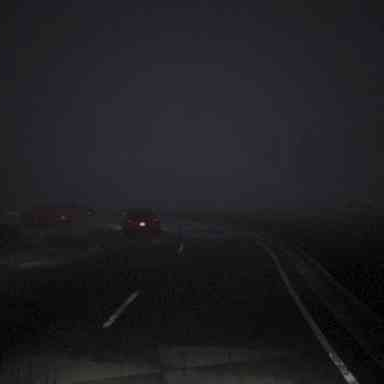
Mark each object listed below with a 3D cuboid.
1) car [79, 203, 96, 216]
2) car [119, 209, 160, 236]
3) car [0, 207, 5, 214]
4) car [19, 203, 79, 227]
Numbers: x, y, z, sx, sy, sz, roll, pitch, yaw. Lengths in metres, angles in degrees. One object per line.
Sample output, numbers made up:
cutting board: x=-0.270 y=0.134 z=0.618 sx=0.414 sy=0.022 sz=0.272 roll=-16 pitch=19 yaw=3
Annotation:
car: x=-11.748 y=1.711 z=32.201 sx=4.718 sy=1.301 sz=1.895 roll=0 pitch=0 yaw=23
car: x=-3.046 y=1.637 z=19.047 sx=1.994 sy=1.385 sz=4.181 roll=0 pitch=0 yaw=-14
car: x=-19.936 y=1.634 z=29.973 sx=5.357 sy=1.411 sz=2.033 roll=0 pitch=0 yaw=-7
car: x=-10.553 y=1.557 z=23.950 sx=5.008 sy=1.535 sz=1.882 roll=0 pitch=-1 yaw=40
